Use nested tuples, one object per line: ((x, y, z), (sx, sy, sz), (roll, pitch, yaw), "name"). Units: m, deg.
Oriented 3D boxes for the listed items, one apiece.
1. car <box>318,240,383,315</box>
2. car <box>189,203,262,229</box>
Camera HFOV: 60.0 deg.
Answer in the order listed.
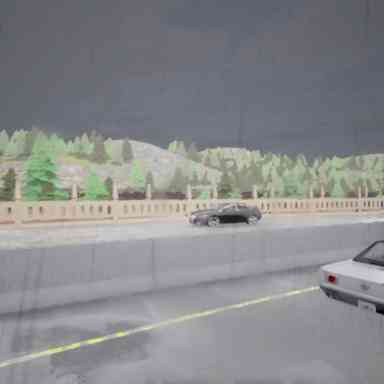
((4.770, 1.588, 6.561), (4.718, 1.301, 1.895), (0, 0, -31), "car")
((2.200, 1.438, 21.264), (4.902, 1.511, 2.128), (0, 0, -27), "car")
